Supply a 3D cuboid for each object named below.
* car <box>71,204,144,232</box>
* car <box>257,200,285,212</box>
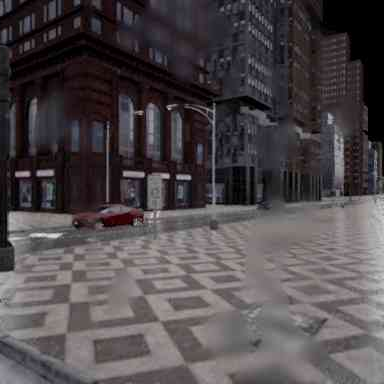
[{"bbox_3d":[-5.228,1.543,21.179,1.882,1.535,5.008,0,0,35],"label":"car"},{"bbox_3d":[10.259,1.736,42.836,2.033,1.411,5.357,0,0,36],"label":"car"}]
